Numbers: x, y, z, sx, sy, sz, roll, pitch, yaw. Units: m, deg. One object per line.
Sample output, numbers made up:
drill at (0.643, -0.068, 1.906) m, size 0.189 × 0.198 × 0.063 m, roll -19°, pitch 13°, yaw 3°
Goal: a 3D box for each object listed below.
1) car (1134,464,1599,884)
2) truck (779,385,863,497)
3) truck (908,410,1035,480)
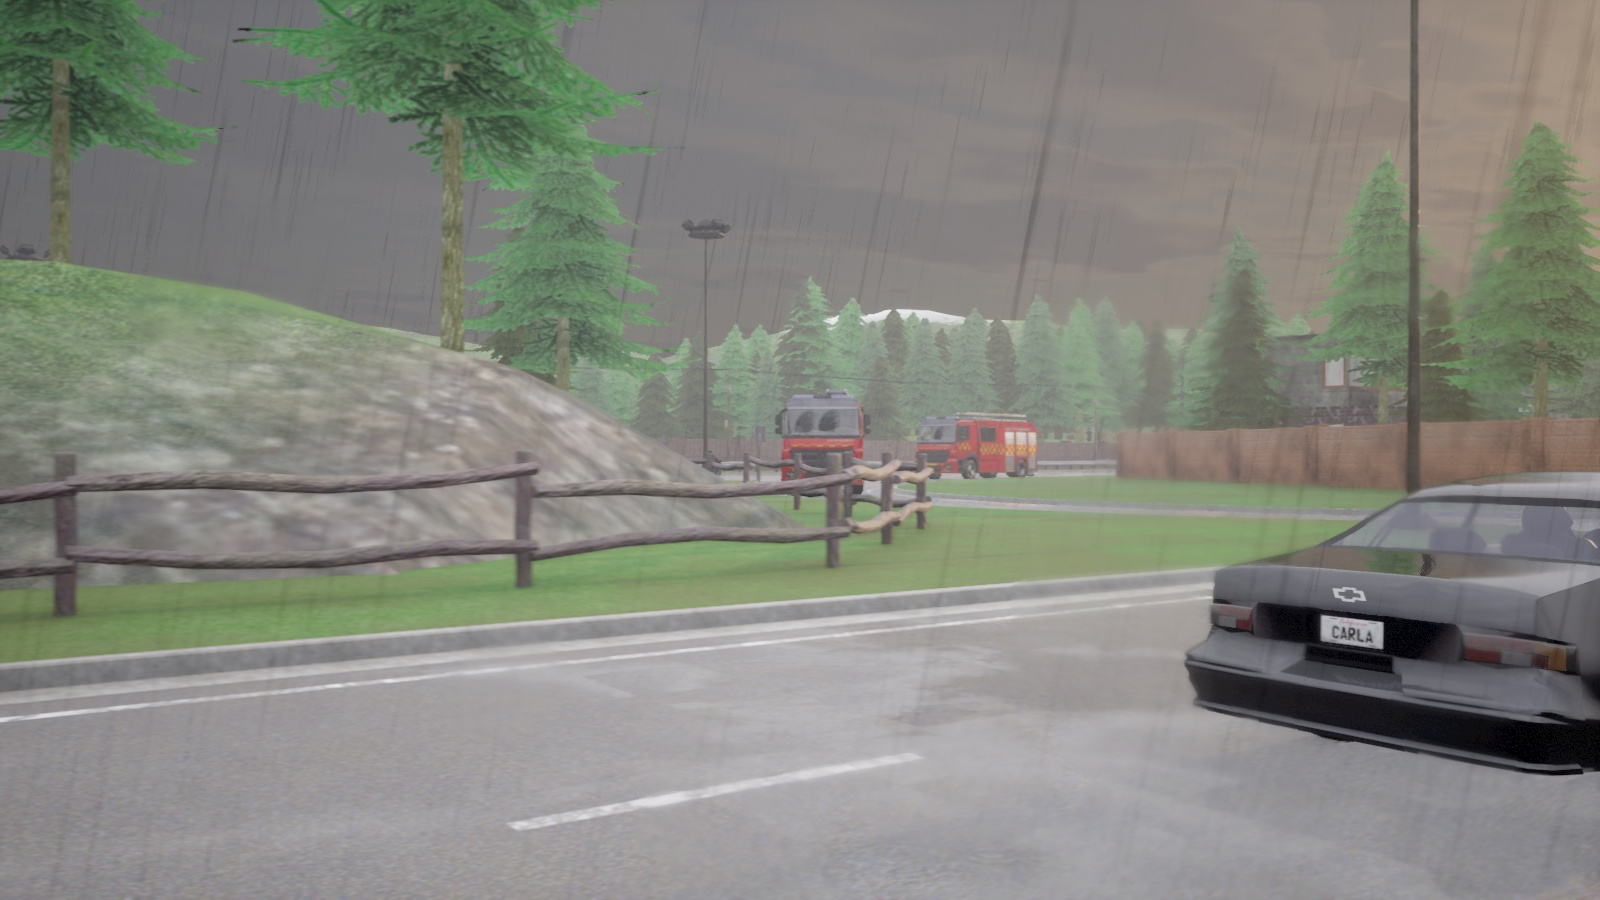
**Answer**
car at (4.382, 0.800, 6.715) m, size 5.357 × 1.411 × 2.033 m, roll 0°, pitch 0°, yaw -35°
truck at (0.922, -0.305, 47.335) m, size 2.891 × 3.827 × 8.468 m, roll 0°, pitch 0°, yaw 3°
truck at (9.997, -0.263, 72.501) m, size 2.891 × 3.827 × 8.468 m, roll 0°, pitch 0°, yaw 43°
